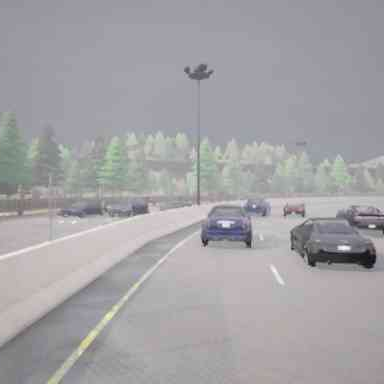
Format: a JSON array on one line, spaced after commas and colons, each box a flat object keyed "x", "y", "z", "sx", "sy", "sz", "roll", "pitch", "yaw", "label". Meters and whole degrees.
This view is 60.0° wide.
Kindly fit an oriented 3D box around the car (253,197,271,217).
[{"x": 6.437, "y": 1.371, "z": 32.468, "sx": 2.097, "sy": 1.767, "sz": 4.553, "roll": 0, "pitch": 0, "yaw": 20, "label": "car"}]

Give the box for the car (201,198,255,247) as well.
[{"x": 1.718, "y": 1.357, "z": 15.382, "sx": 2.097, "sy": 1.767, "sz": 4.553, "roll": 0, "pitch": 0, "yaw": 10, "label": "car"}]

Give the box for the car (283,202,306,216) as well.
[{"x": 10.058, "y": 1.632, "z": 32.318, "sx": 1.895, "sy": 1.301, "sz": 4.718, "roll": 0, "pitch": 0, "yaw": 21, "label": "car"}]

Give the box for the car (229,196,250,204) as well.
[{"x": 9.537, "y": 1.505, "z": 66.547, "sx": 1.882, "sy": 1.535, "sz": 5.008, "roll": 0, "pitch": 0, "yaw": 37, "label": "car"}]

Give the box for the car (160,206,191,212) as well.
[{"x": -1.525, "y": 1.498, "z": 31.605, "sx": 1.837, "sy": 1.490, "sz": 4.892, "roll": 0, "pitch": 0, "yaw": 19, "label": "car"}]

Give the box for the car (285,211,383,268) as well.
[{"x": 4.634, "y": 1.578, "z": 11.520, "sx": 1.994, "sy": 1.385, "sz": 4.181, "roll": 0, "pitch": 0, "yaw": 8, "label": "car"}]

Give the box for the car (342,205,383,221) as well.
[{"x": 9.622, "y": 1.521, "z": 19.107, "sx": 2.128, "sy": 1.511, "sz": 4.902, "roll": 0, "pitch": 0, "yaw": 13, "label": "car"}]
